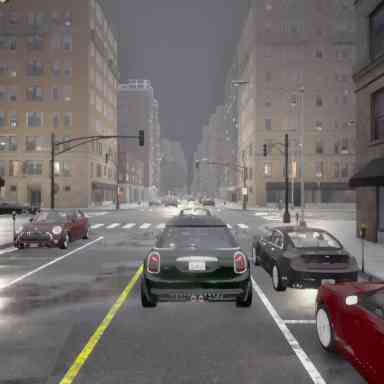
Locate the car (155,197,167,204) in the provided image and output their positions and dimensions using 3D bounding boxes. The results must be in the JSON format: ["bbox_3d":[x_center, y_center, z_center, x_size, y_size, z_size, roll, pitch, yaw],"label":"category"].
[{"bbox_3d":[-5.936,1.613,63.630,1.887,1.381,4.507,0,0,0],"label":"car"}]

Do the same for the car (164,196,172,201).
[{"bbox_3d":[-6.092,1.721,85.662,1.802,1.307,4.206,0,0,0],"label":"car"}]

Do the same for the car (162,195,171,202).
[{"bbox_3d":[-6.052,1.558,80.154,1.967,1.590,4.097,0,0,0],"label":"car"}]

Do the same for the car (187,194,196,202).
[{"bbox_3d":[-0.198,1.706,80.174,1.895,1.301,4.718,0,0,0],"label":"car"}]

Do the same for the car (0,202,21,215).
[{"bbox_3d":[-16.318,1.532,30.289,4.718,1.301,1.895,0,0,0],"label":"car"}]

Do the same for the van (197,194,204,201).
[{"bbox_3d":[2.395,1.503,91.220,1.690,1.788,3.998,0,0,0],"label":"van"}]

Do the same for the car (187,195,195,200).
[{"bbox_3d":[-0.269,1.542,90.149,1.994,1.385,4.181,0,0,0],"label":"car"}]

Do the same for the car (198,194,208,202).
[{"bbox_3d":[2.588,1.595,63.855,1.752,1.417,4.829,0,0,0],"label":"car"}]

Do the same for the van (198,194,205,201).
[{"bbox_3d":[2.435,1.481,85.714,1.690,1.788,3.998,0,0,0],"label":"van"}]

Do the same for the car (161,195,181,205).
[{"bbox_3d":[-3.078,1.588,50.289,2.033,1.411,5.357,0,0,-1],"label":"car"}]

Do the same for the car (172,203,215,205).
[{"bbox_3d":[0.135,1.497,15.443,2.128,1.511,4.902,0,0,0],"label":"car"}]

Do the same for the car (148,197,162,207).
[{"bbox_3d":[-5.858,1.595,52.614,2.008,1.369,4.403,0,0,0],"label":"car"}]

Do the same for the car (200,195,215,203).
[{"bbox_3d":[2.667,1.590,52.671,1.887,1.381,4.507,0,0,0],"label":"car"}]

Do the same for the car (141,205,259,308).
[{"bbox_3d":[0.068,1.354,8.119,2.097,1.767,4.553,0,0,-1],"label":"car"}]

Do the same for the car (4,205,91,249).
[{"bbox_3d":[-5.816,1.445,14.252,1.967,1.590,4.097,0,0,0],"label":"car"}]

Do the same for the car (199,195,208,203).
[{"bbox_3d":[2.512,1.541,74.699,1.967,1.590,4.097,0,0,0],"label":"car"}]

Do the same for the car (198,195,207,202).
[{"bbox_3d":[2.473,1.559,80.205,1.967,1.590,4.097,0,0,0],"label":"car"}]

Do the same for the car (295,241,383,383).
[{"bbox_3d":[2.683,1.545,3.252,1.887,1.381,4.507,0,0,0],"label":"car"}]

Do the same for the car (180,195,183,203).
[{"bbox_3d":[-3.131,1.661,60.106,1.895,1.301,4.718,0,0,0],"label":"car"}]

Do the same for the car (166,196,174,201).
[{"bbox_3d":[-6.131,1.727,91.170,1.947,1.339,4.313,0,0,0],"label":"car"}]

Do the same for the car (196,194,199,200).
[{"bbox_3d":[2.551,1.399,69.192,2.192,1.841,5.009,0,0,0],"label":"car"}]

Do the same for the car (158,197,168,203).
[{"bbox_3d":[-5.975,1.665,69.138,1.802,1.307,4.206,0,0,0],"label":"car"}]

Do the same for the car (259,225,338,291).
[{"bbox_3d":[2.696,1.553,8.744,2.008,1.369,4.403,0,0,0],"label":"car"}]
